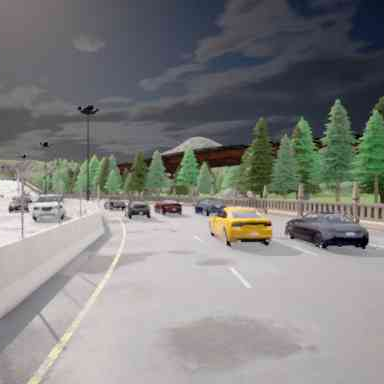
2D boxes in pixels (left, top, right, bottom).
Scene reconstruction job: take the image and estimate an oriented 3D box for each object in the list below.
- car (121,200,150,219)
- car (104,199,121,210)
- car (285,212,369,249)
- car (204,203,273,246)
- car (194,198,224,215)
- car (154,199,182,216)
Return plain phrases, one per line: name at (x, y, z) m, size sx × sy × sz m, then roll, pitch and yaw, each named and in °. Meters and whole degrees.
car at (-4.935, 1.502, 29.664) m, size 1.837 × 1.490 × 4.892 m, roll 0°, pitch 0°, yaw -17°
car at (-9.804, 1.546, 42.226) m, size 2.033 × 1.411 × 5.357 m, roll 0°, pitch 0°, yaw -27°
car at (5.723, 1.563, 14.611) m, size 1.994 × 1.385 × 4.181 m, roll 0°, pitch 0°, yaw -8°
car at (2.081, 1.477, 15.478) m, size 1.882 × 1.535 × 5.008 m, roll 0°, pitch 0°, yaw -8°
car at (1.696, 1.352, 31.819) m, size 2.097 × 1.767 × 4.553 m, roll 0°, pitch 0°, yaw -17°
car at (-2.485, 1.477, 33.367) m, size 1.882 × 1.535 × 5.008 m, roll 0°, pitch 0°, yaw -19°
